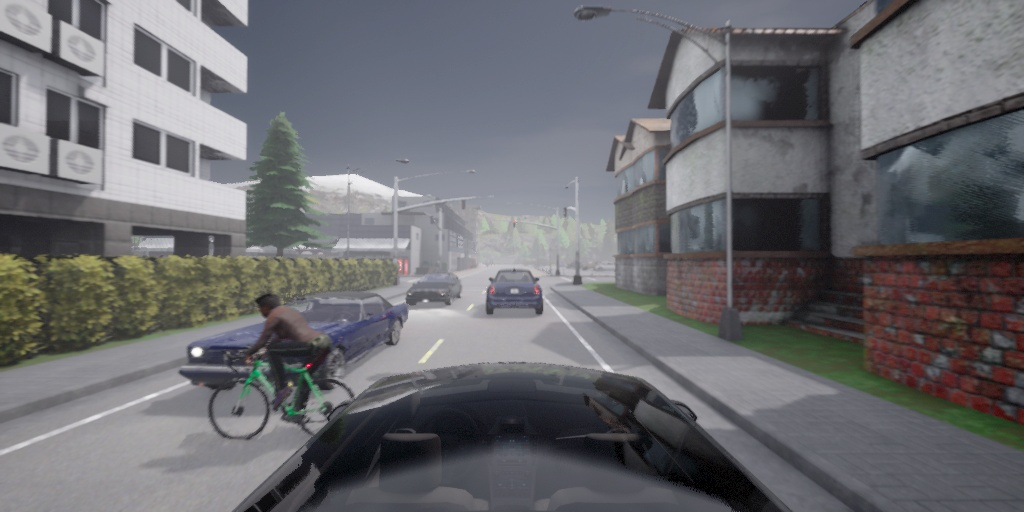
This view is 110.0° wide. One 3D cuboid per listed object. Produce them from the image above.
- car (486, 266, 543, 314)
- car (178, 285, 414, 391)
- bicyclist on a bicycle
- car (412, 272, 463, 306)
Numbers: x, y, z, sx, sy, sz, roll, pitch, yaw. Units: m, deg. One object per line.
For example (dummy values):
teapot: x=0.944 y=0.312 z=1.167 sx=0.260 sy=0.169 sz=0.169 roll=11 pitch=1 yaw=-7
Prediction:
car: x=0.086 y=1.275 z=14.756 sx=2.097 sy=1.767 sz=4.553 roll=0 pitch=-1 yaw=0
car: x=-3.597 y=1.422 z=7.049 sx=1.895 sy=1.301 sz=4.718 roll=0 pitch=-1 yaw=0
bicyclist on a bicycle: x=-2.533 y=1.233 z=3.961 sx=1.656 sy=1.620 sz=0.582 roll=-1 pitch=-1 yaw=0
car: x=-3.564 y=1.508 z=17.523 sx=2.033 sy=1.411 sz=5.357 roll=0 pitch=-1 yaw=1
